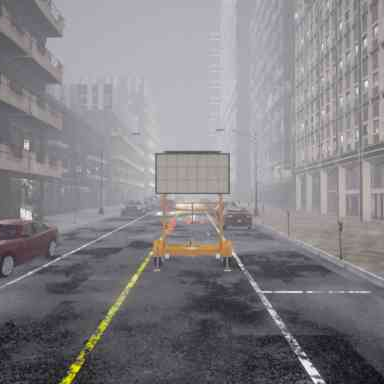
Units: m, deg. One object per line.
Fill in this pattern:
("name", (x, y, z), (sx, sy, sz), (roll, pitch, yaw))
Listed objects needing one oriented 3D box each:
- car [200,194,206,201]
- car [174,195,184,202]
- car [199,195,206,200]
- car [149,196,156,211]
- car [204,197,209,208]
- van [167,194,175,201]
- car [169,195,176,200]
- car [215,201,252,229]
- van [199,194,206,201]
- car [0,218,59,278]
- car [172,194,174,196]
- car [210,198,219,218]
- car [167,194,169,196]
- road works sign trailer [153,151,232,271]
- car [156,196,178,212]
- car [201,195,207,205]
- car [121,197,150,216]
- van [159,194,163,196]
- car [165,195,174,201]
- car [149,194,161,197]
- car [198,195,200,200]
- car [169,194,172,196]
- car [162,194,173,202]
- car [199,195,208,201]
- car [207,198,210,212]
("car", (2.803, 1.535, 60.381), (1.752, 1.417, 4.829), (1, 0, 0))
("car", (-2.875, 1.535, 76.319), (1.812, 1.442, 4.674), (0, 0, 0))
("car", (2.857, 1.573, 93.500), (1.947, 1.339, 4.313), (1, 0, 0))
("car", (-5.614, 1.554, 37.958), (1.887, 1.381, 4.507), (1, 0, 0))
("car", (2.766, 1.554, 38.020), (1.887, 1.381, 4.507), (1, 0, 0))
("van", (-5.503, 1.350, 87.879), (1.690, 1.788, 3.998), (1, 0, 0))
("car", (-5.490, 1.533, 93.255), (1.752, 1.417, 4.829), (1, 0, 0))
("car", (2.738, 1.551, 21.376), (1.887, 1.381, 4.507), (1, 0, 0))
("van", (2.852, 1.350, 87.952), (1.690, 1.788, 3.998), (1, 0, 0))
("car", (-5.660, 1.548, 10.224), (1.887, 1.381, 4.507), (1, 0, 0))
("car", (-5.557, 1.450, 71.238), (1.967, 1.590, 4.097), (1, 0, 0))
("car", (2.749, 1.448, 26.923), (1.967, 1.590, 4.097), (1, 0, 0))
("car", (-5.583, 1.325, 54.598), (2.192, 1.841, 5.009), (1, 0, 0))
("road works sign trailer", (0.016, 0.468, 10.857), (2.380, 3.560, 2.880), (0, 0, 0))
("car", (-3.035, 1.535, 39.686), (1.812, 1.442, 4.674), (0, 0, 0))
("car", (2.784, 1.560, 49.116), (2.008, 1.369, 4.403), (1, 0, 0))
("car", (-5.622, 1.449, 32.410), (1.967, 1.590, 4.097), (1, 0, 0))
("van", (-5.592, 1.350, 49.052), (1.690, 1.788, 3.998), (1, 0, 0))
("car", (-5.551, 1.535, 82.161), (1.752, 1.417, 4.829), (1, 0, 0))
("car", (-5.603, 1.449, 43.505), (1.967, 1.590, 4.097), (1, 0, 0))
("car", (2.820, 1.592, 71.308), (1.802, 1.307, 4.206), (1, 0, 0))
("car", (-5.569, 1.561, 65.691), (2.008, 1.369, 4.403), (1, 0, 0))
("car", (-5.549, 1.325, 76.785), (2.192, 1.841, 5.009), (1, 0, 0))
("car", (2.841, 1.449, 82.404), (1.967, 1.590, 4.097), (1, 0, 0))
("car", (2.757, 1.553, 32.472), (1.887, 1.381, 4.507), (1, 0, 0))
